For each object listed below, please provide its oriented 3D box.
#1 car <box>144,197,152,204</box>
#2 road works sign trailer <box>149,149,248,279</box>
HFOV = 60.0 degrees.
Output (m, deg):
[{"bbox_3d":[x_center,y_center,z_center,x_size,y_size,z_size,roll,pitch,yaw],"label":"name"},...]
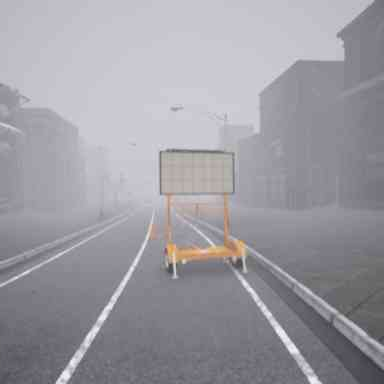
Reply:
[{"bbox_3d":[-9.807,1.800,74.094,1.837,1.490,4.892,-1,2,-6],"label":"car"},{"bbox_3d":[0.133,0.487,10.380,2.380,3.560,2.880,-1,0,-16],"label":"road works sign trailer"}]
